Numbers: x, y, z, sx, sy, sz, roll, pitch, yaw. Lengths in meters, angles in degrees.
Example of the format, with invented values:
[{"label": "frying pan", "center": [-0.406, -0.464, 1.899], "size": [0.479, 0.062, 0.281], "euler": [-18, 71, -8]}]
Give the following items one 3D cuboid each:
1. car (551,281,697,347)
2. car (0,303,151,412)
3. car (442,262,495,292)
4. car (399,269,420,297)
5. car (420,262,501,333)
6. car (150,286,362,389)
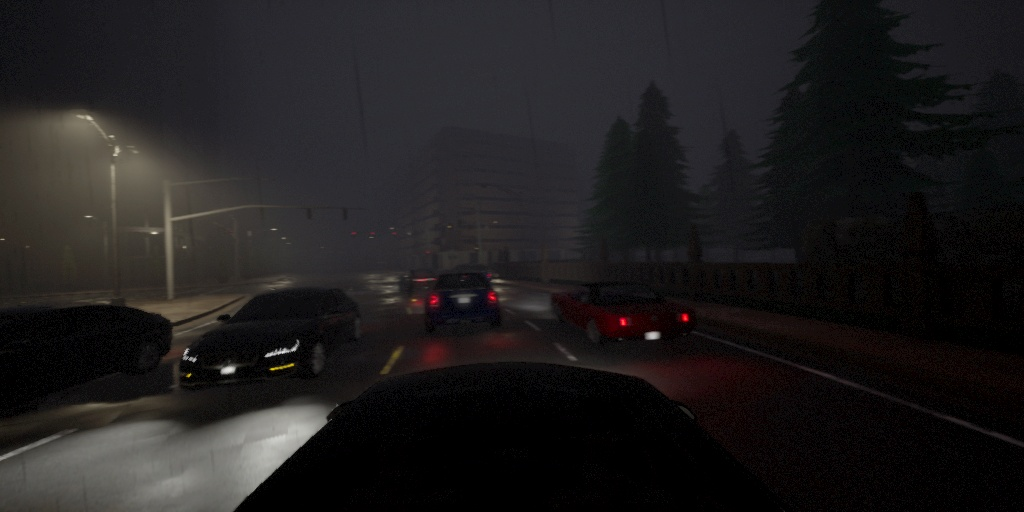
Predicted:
[{"label": "car", "center": [2.409, 1.293, 9.203], "size": [1.895, 1.301, 4.718], "euler": [-2, 0, -9]}, {"label": "car", "center": [-7.793, 1.565, 5.460], "size": [1.837, 1.490, 4.892], "euler": [-1, -1, -8]}, {"label": "car", "center": [-3.045, 1.315, 24.163], "size": [2.097, 1.767, 4.553], "euler": [-2, 0, -26]}, {"label": "car", "center": [-5.621, 1.541, 21.610], "size": [2.128, 1.511, 4.902], "euler": [-2, 0, -26]}, {"label": "car", "center": [-1.741, 1.215, 11.686], "size": [2.097, 1.767, 4.553], "euler": [-2, 0, -12]}, {"label": "car", "center": [-4.583, 1.454, 7.622], "size": [1.837, 1.490, 4.892], "euler": [-2, -1, -10]}]
